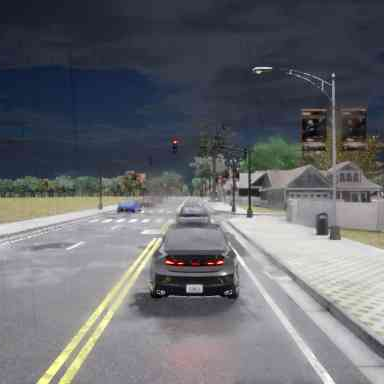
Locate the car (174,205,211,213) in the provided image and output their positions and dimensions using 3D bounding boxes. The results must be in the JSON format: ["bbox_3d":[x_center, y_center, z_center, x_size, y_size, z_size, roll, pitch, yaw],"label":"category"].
[{"bbox_3d":[0.045,1.501,18.746,2.128,1.511,4.902,0,0,-2],"label":"car"}]

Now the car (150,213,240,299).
[{"bbox_3d":[0.070,1.510,8.476,1.837,1.490,4.892,0,0,1],"label":"car"}]

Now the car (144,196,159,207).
[{"bbox_3d":[-6.673,1.360,49.963,2.097,1.767,4.553,0,0,0],"label":"car"}]

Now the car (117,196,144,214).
[{"bbox_3d":[-6.655,1.488,35.360,1.882,1.535,5.008,0,0,0],"label":"car"}]

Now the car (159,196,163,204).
[{"bbox_3d":[-6.650,1.567,64.353,1.994,1.385,4.181,0,0,0],"label":"car"}]
